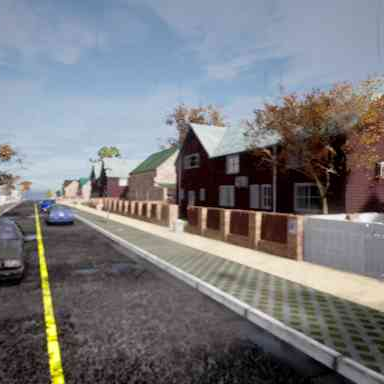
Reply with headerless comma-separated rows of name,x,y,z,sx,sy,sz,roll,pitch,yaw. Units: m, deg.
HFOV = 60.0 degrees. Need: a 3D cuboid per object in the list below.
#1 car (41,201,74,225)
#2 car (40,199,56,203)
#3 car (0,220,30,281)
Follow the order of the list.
car,-10.035,1.630,25.148,2.033,1.411,5.357,1,0,-25
car,-18.079,1.623,42.093,1.882,1.535,5.008,1,-1,-25
car,-5.836,1.553,9.701,2.033,1.411,5.357,1,0,-25
